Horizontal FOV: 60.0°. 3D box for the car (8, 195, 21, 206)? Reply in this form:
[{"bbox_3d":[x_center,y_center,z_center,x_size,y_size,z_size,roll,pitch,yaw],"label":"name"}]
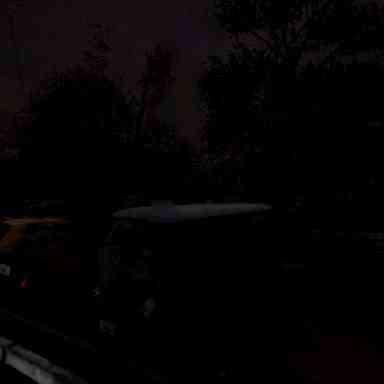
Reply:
[{"bbox_3d":[-15.209,1.339,33.214,2.002,1.452,4.674,0,0,35],"label":"car"}]

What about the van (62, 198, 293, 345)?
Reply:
[{"bbox_3d":[0.157,1.222,6.228,1.878,1.987,4.442,1,0,35],"label":"van"}]

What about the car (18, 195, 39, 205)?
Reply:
[{"bbox_3d":[-13.039,1.307,31.458,1.946,1.575,5.366,0,0,35],"label":"car"}]

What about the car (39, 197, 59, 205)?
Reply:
[{"bbox_3d":[-10.659,1.321,29.999,2.097,1.535,5.008,0,0,35],"label":"car"}]

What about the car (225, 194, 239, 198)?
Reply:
[{"bbox_3d":[2.982,1.156,20.348,2.435,2.045,5.566,1,0,35],"label":"car"}]

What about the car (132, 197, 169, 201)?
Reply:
[{"bbox_3d":[-1.556,1.373,23.578,2.097,1.535,5.008,0,0,35],"label":"car"}]

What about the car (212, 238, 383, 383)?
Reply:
[{"bbox_3d":[2.497,1.498,4.685,2.163,1.488,4.792,1,0,35],"label":"car"}]

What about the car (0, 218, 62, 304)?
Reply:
[{"bbox_3d":[-2.051,1.457,7.964,2.163,1.488,4.792,1,0,35],"label":"car"}]

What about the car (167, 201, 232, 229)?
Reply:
[{"bbox_3d":[0.620,1.428,22.047,2.002,1.452,4.674,0,0,35],"label":"car"}]

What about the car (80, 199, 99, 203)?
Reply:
[{"bbox_3d":[-6.088,1.373,26.816,2.163,1.488,4.792,0,0,35],"label":"car"}]

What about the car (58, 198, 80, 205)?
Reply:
[{"bbox_3d":[-8.397,1.362,28.374,2.163,1.488,4.792,0,0,35],"label":"car"}]

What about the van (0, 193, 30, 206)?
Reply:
[{"bbox_3d":[-19.691,1.050,36.525,1.878,1.987,4.442,0,0,35],"label":"van"}]

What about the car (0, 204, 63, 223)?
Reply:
[{"bbox_3d":[-6.649,1.388,11.165,2.097,1.535,5.008,1,0,35],"label":"car"}]

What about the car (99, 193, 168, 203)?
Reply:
[{"bbox_3d":[-3.845,1.106,25.165,2.435,2.045,5.566,0,0,35],"label":"car"}]

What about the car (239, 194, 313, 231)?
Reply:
[{"bbox_3d":[5.158,1.175,18.815,2.435,2.045,5.566,1,0,35],"label":"car"}]
